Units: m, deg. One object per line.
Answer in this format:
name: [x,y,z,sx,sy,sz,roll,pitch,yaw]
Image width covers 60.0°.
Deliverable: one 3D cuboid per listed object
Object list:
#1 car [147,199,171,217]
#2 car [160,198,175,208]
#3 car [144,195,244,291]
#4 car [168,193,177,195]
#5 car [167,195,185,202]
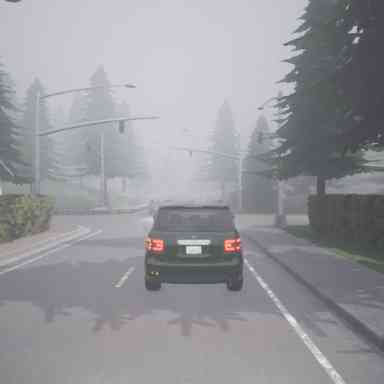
car: [-3.315,1.484,32.675,2.128,1.511,4.902,0,0,-7]
car: [-3.654,1.601,49.709,1.895,1.301,4.718,0,0,0]
car: [0.052,1.221,9.156,2.150,2.045,5.566,0,0,0]
car: [-3.791,1.223,65.395,2.150,2.045,5.566,0,0,-9]
car: [-3.628,1.524,74.105,1.812,1.442,4.674,0,0,-35]
